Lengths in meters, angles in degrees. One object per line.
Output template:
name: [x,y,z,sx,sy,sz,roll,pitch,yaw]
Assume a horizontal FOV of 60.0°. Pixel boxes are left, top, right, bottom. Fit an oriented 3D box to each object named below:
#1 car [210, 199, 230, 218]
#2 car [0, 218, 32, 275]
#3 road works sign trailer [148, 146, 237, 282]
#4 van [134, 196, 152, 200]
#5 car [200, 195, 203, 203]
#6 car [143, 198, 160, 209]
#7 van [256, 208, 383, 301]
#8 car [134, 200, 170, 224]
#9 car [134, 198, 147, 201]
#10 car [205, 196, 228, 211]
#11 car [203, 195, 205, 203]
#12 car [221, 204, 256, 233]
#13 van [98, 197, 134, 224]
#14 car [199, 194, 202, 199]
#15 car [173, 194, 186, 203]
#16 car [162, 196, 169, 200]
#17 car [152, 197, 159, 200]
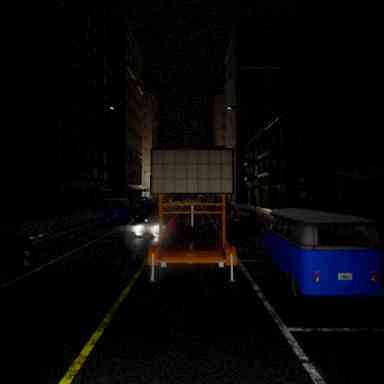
car: [2.887,1.581,30.071,1.802,1.307,4.206,0,0,0]
car: [-5.661,1.439,8.075,1.967,1.590,4.097,0,0,0]
road works sign trailer: [0.010,0.464,9.747,2.380,3.560,2.880,0,0,0]
van: [-5.634,1.340,35.581,1.690,1.788,3.998,0,0,0]
car: [2.914,1.556,57.578,2.008,1.369,4.403,0,0,0]
car: [-5.622,1.584,46.584,1.802,1.307,4.206,0,0,0]
van: [2.864,1.340,8.066,1.690,1.788,3.998,0,0,0]
car: [-3.074,1.546,25.078,2.033,1.411,5.357,0,0,0]
car: [-5.639,1.550,30.080,2.008,1.369,4.403,0,0,0]
car: [2.892,1.315,35.572,2.192,1.841,5.009,0,0,0]
car: [2.903,1.442,46.576,1.967,1.590,4.097,0,0,0]
car: [2.876,1.581,19.069,1.802,1.307,4.206,0,0,0]
van: [-5.645,1.340,24.580,1.690,1.788,3.998,0,0,0]
car: [2.925,1.576,68.581,1.947,1.339,4.313,0,0,0]
car: [-2.928,1.235,69.827,2.150,2.045,5.566,0,0,0]
car: [-5.611,1.571,57.587,1.947,1.339,4.313,0,0,0]
car: [-5.628,1.566,41.083,1.947,1.339,4.313,0,0,0]
